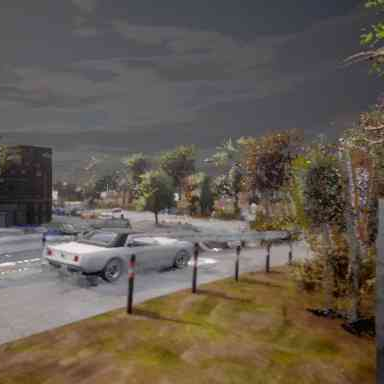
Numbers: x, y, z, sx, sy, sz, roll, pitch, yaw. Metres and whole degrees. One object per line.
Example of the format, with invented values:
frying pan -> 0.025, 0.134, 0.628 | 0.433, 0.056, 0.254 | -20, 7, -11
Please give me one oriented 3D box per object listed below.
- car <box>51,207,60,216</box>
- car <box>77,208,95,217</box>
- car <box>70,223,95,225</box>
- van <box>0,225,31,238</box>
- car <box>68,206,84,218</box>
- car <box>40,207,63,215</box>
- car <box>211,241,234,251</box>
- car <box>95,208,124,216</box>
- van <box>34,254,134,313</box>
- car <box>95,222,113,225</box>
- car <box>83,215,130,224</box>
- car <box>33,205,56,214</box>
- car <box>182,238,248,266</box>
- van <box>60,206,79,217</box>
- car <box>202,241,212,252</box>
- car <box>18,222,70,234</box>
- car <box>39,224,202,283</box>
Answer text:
car -> -25.901, 4.064, 68.567 | 2.097, 1.535, 5.008 | 1, 1, 19
car -> -18.821, 4.168, 63.100 | 1.946, 1.575, 5.366 | 0, 1, 19
car -> -13.357, 4.193, 34.308 | 5.566, 2.045, 2.435 | 0, 0, 17
van -> -17.084, 4.219, 29.633 | 4.442, 1.987, 1.878 | 0, 0, 17
car -> -21.230, 4.177, 64.799 | 2.002, 1.452, 4.674 | 0, 1, 19
car -> -30.590, 4.032, 72.330 | 2.002, 1.452, 4.674 | 0, 1, 19
car -> 0.023, 4.404, 23.904 | 5.566, 2.045, 2.435 | 1, 1, 17
car -> -14.185, 3.996, 59.138 | 2.435, 2.045, 5.566 | 1, 1, 19
van -> -5.386, 4.433, 16.658 | 4.442, 1.987, 1.878 | 1, 1, 17
car -> -11.566, 4.473, 36.673 | 4.792, 1.488, 2.163 | 0, 0, 17
car -> -9.828, 4.192, 39.017 | 5.566, 2.045, 2.435 | 0, 0, 17
car -> -32.910, 3.830, 74.241 | 2.185, 1.767, 4.553 | 1, 1, 19
car -> 1.848, 4.685, 26.316 | 4.792, 1.488, 2.163 | 1, 1, 17
van -> -23.600, 3.877, 66.565 | 1.878, 1.987, 4.442 | 1, 1, 19
car -> -1.864, 4.404, 21.495 | 5.566, 2.045, 2.435 | 1, 1, 17
car -> -15.151, 4.193, 31.954 | 5.566, 2.045, 2.435 | 0, 0, 17
car -> -1.951, 1.816, 10.402 | 1.895, 1.301, 4.718 | 1, -3, 37
